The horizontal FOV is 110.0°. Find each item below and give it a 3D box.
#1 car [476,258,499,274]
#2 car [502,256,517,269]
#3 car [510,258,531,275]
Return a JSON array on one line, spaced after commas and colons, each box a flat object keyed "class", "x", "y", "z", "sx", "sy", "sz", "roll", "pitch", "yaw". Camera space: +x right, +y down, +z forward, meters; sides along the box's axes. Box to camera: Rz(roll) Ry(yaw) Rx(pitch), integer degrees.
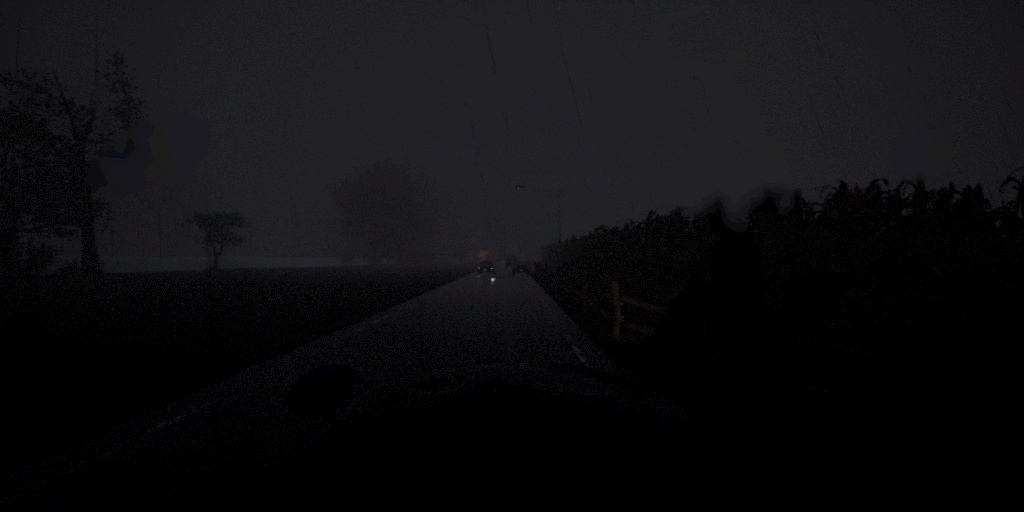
[{"class": "car", "x": -2.833, "y": 1.251, "z": 40.413, "sx": 1.837, "sy": 1.490, "sz": 4.892, "roll": 0, "pitch": 0, "yaw": 0}, {"class": "car", "x": 0.001, "y": 0.968, "z": 57.666, "sx": 2.150, "sy": 2.045, "sz": 5.566, "roll": 0, "pitch": 0, "yaw": 0}, {"class": "car", "x": 0.963, "y": 1.271, "z": 39.525, "sx": 1.812, "sy": 1.442, "sz": 4.674, "roll": 0, "pitch": 0, "yaw": 0}]
